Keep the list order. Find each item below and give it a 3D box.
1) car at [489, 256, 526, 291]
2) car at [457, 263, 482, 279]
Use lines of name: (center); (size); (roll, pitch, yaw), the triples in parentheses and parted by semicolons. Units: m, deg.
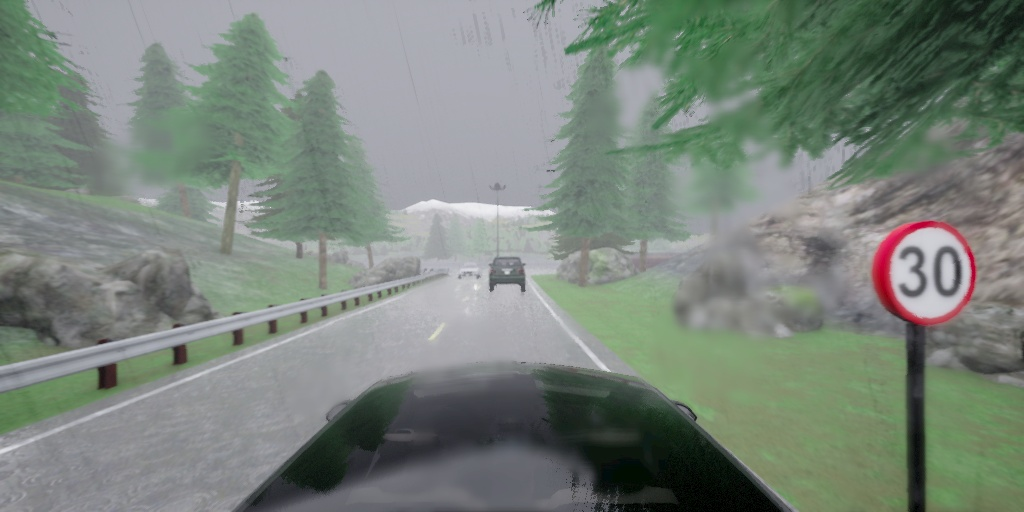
car: (-0.286, 1.029, 22.743); (2.150, 2.045, 5.566); (0, 0, 0)
car: (-3.902, 1.388, 33.952); (1.812, 1.442, 4.674); (0, 0, 0)
